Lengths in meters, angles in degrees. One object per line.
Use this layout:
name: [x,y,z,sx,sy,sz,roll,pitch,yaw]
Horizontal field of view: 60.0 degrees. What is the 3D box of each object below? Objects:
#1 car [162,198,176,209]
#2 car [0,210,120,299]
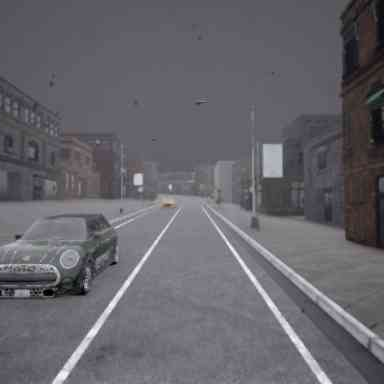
car: [-3.562,1.711,51.064,1.882,1.535,5.008,0,-1,0]
car: [-3.325,1.388,8.727,2.097,1.767,4.553,0,0,0]
